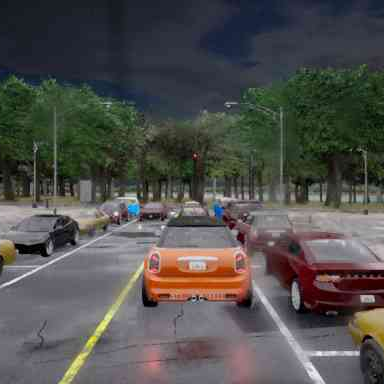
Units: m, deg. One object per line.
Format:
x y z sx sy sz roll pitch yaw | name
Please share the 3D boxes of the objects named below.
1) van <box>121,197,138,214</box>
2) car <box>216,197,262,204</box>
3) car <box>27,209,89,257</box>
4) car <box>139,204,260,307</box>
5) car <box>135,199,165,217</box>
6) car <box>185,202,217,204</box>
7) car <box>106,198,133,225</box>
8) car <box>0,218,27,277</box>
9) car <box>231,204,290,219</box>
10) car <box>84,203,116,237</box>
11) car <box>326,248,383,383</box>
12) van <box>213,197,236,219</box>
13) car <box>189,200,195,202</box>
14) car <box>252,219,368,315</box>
-5.746 1.345 29.220 1.690 1.788 3.998 0 0 0 | van
2.772 1.317 18.340 2.192 1.841 5.009 0 0 0 | car
-5.756 1.567 12.907 1.947 1.339 4.313 0 0 0 | car
0.104 1.352 8.136 2.097 1.767 4.553 0 0 0 | car
-2.983 1.509 26.603 1.882 1.535 5.008 0 0 0 | car
0.109 1.493 17.350 2.128 1.511 4.902 0 0 0 | car
-5.749 1.443 23.783 1.967 1.590 4.097 0 0 0 | car
-5.760 1.525 7.300 1.752 1.417 4.829 0 0 0 | car
2.769 1.441 12.902 1.967 1.590 4.097 0 0 0 | car
-5.753 1.527 18.175 1.752 1.417 4.829 0 0 0 | car
2.762 1.525 2.196 1.752 1.417 4.829 0 0 0 | car
2.780 1.345 29.215 1.690 1.788 3.998 0 0 0 | van
0.015 1.460 27.295 1.801 1.575 5.366 0 0 1 | car
2.765 1.545 7.464 1.887 1.381 4.507 0 0 0 | car
